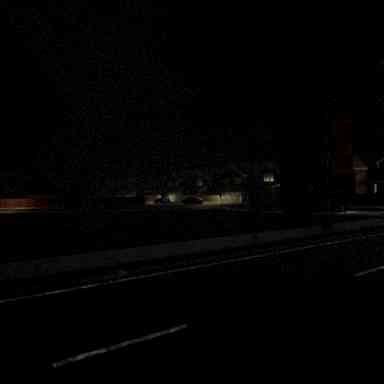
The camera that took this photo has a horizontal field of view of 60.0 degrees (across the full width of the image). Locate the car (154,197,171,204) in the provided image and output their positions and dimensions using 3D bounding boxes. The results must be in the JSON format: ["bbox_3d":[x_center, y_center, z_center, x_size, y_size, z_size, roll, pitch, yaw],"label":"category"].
[{"bbox_3d":[-6.137,1.698,68.396,1.994,1.385,4.181,-2,0,-35],"label":"car"}]

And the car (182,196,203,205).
[{"bbox_3d":[0.048,1.501,59.597,2.128,1.511,4.902,-2,1,-34],"label":"car"}]

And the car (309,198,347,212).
[{"bbox_3d":[13.847,1.351,34.811,1.994,1.385,4.181,-2,1,-34],"label":"car"}]
